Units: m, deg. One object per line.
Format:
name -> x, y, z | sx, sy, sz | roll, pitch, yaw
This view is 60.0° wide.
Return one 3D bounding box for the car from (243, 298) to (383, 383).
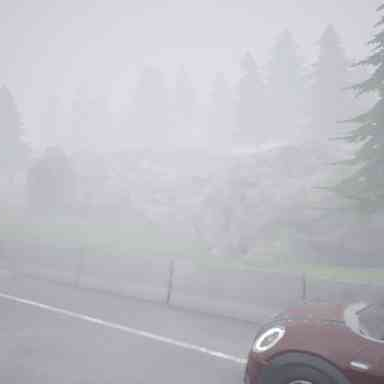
car -> 2.887, 1.744, 3.526 | 4.553, 1.767, 2.097 | 0, -5, 31
